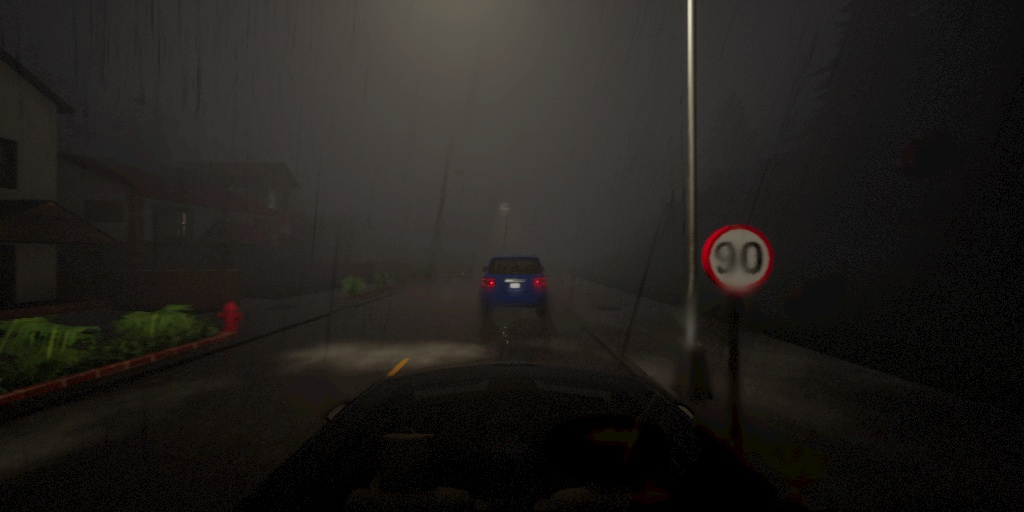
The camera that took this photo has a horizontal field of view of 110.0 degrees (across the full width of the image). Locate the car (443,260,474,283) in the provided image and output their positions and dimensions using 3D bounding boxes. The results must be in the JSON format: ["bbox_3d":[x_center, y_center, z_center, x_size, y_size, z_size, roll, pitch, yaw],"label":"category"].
[{"bbox_3d":[-4.137,1.297,28.573,2.033,1.411,5.357,0,0,0],"label":"car"}]

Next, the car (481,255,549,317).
[{"bbox_3d":[0.087,0.970,13.285,2.150,2.045,5.566,0,0,0],"label":"car"}]
